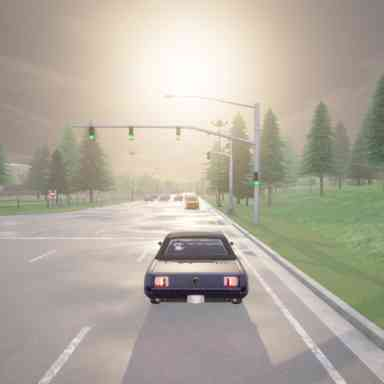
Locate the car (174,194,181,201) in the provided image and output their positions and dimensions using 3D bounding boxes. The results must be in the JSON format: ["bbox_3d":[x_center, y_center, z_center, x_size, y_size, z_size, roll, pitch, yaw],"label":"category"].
[{"bbox_3d":[-3.371,1.542,80.788,1.994,1.385,4.181,0,0,0],"label":"car"}]

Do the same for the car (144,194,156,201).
[{"bbox_3d":[-10.372,1.529,80.382,2.033,1.411,5.357,0,0,0],"label":"car"}]

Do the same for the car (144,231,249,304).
[{"bbox_3d":[0.092,1.601,8.078,1.895,1.301,4.718,0,0,0],"label":"car"}]

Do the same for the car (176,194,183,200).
[{"bbox_3d":[-3.355,1.354,90.791,1.812,1.442,4.674,0,0,0],"label":"car"}]

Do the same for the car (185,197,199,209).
[{"bbox_3d":[0.012,1.575,49.746,2.033,1.411,5.357,-1,1,1],"label":"car"}]

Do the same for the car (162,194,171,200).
[{"bbox_3d":[-6.855,1.369,90.797,2.033,1.411,5.357,0,0,0],"label":"car"}]

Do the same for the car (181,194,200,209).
[{"bbox_3d":[-0.061,1.086,46.251,1.882,1.535,5.008,-3,17,-3],"label":"car"}]

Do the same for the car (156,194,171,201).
[{"bbox_3d":[-6.872,1.529,80.377,2.033,1.411,5.357,0,0,0],"label":"car"}]

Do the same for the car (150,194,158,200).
[{"bbox_3d":[-10.355,1.330,90.802,1.837,1.490,4.892,0,0,0],"label":"car"}]
